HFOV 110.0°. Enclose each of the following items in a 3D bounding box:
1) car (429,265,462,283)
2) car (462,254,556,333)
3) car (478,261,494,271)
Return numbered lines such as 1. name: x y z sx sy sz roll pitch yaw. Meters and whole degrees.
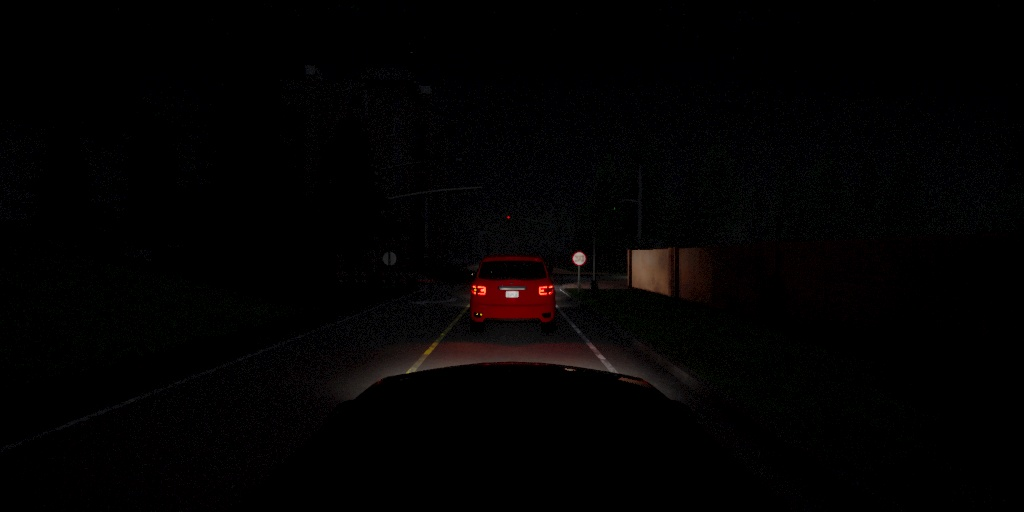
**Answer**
1. car: -3.971 1.355 26.774 4.718 1.301 1.895 0 0 39
2. car: 0.055 0.971 10.914 2.150 2.045 5.566 0 0 1
3. car: -3.529 1.351 50.086 1.895 1.301 4.718 0 0 0
